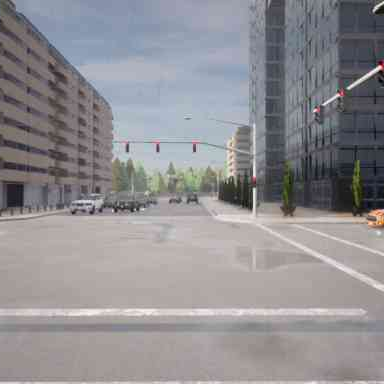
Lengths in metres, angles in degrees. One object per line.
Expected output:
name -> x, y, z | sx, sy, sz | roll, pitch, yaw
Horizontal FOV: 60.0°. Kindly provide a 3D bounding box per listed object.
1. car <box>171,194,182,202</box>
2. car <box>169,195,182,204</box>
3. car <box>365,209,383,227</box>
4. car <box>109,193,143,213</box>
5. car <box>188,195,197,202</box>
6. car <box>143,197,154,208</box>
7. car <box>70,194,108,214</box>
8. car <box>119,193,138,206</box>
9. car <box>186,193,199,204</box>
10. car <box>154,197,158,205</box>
car -> -3.389, 1.355, 74.301 | 2.097, 1.767, 4.553 | 0, 0, 1
car -> -3.414, 1.526, 64.283 | 1.812, 1.442, 4.674 | 0, 0, 1
car -> 13.585, 1.407, 21.136 | 4.553, 1.767, 2.097 | 0, 0, 0
car -> -7.408, 1.221, 38.155 | 2.150, 2.045, 5.566 | 0, 0, 1
car -> 0.119, 1.500, 74.577 | 1.837, 1.490, 4.892 | 0, 0, 1
car -> -7.311, 1.547, 48.399 | 2.033, 1.411, 5.357 | 0, 0, 1
car -> -10.918, 1.221, 34.981 | 2.150, 2.045, 5.566 | 0, 0, -1
car -> -10.696, 1.223, 56.589 | 2.150, 2.045, 5.566 | 0, 0, 1
car -> 0.080, 1.221, 63.864 | 2.150, 2.045, 5.566 | 0, 0, 1
car -> -7.171, 1.564, 58.419 | 1.994, 1.385, 4.181 | 0, 0, 1
